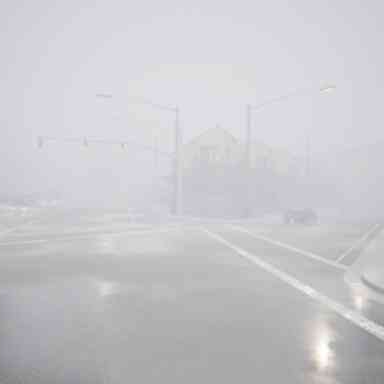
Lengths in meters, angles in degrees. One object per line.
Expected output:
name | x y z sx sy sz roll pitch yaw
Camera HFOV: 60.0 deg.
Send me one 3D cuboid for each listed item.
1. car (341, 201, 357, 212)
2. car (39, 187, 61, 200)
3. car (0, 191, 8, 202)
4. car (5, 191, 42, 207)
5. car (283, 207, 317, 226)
car | 26.693 2.566 56.507 2.033 1.411 5.357 1 -1 34
car | -23.410 0.257 55.833 2.150 2.045 5.566 1 0 -11
car | -24.442 0.674 43.595 1.882 1.535 5.008 1 1 -12
car | -20.109 0.951 39.906 2.033 1.411 5.357 1 1 -12
car | 8.989 1.979 27.446 1.837 1.490 4.892 1 -1 33
